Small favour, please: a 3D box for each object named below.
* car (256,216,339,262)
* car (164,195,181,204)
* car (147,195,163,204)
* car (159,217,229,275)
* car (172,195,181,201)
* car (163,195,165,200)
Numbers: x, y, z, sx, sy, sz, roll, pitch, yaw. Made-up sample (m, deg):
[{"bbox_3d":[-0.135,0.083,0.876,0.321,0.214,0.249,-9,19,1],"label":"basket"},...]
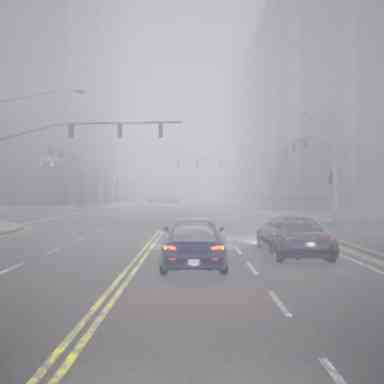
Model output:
[{"bbox_3d":[3.573,1.537,11.963,1.994,1.385,4.181,0,0,0],"label":"car"},{"bbox_3d":[-3.526,1.470,61.533,1.895,1.301,4.718,0,0,1],"label":"car"},{"bbox_3d":[-7.030,1.433,61.576,1.994,1.385,4.181,0,0,1],"label":"car"},{"bbox_3d":[0.061,1.504,10.219,1.812,1.442,4.674,0,0,0],"label":"car"},{"bbox_3d":[-3.492,1.432,77.034,1.895,1.301,4.718,0,0,0],"label":"car"},{"bbox_3d":[-6.992,1.376,77.071,2.033,1.411,5.357,0,0,0],"label":"car"}]
